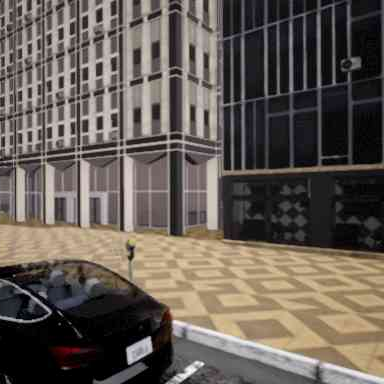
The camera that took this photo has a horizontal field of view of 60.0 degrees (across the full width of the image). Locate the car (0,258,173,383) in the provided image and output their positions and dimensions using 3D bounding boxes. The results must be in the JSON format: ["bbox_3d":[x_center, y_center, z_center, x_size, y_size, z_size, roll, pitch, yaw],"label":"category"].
[{"bbox_3d":[-2.201,1.585,4.456,4.313,1.339,1.947,0,0,36],"label":"car"}]
